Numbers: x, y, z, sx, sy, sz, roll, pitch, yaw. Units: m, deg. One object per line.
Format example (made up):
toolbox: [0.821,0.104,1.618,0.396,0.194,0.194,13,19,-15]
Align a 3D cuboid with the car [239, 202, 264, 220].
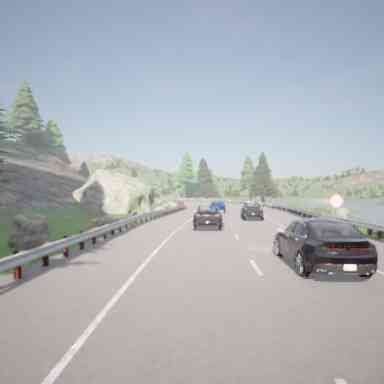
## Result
car: [5.410,1.673,30.326,2.128,1.511,4.902,0,0,6]

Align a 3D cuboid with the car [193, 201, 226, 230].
car: [1.095,1.620,22.204,2.128,1.511,4.902,0,0,4]

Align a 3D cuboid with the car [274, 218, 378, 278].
car: [3.878,1.571,10.375,1.837,1.490,4.892,0,0,2]
